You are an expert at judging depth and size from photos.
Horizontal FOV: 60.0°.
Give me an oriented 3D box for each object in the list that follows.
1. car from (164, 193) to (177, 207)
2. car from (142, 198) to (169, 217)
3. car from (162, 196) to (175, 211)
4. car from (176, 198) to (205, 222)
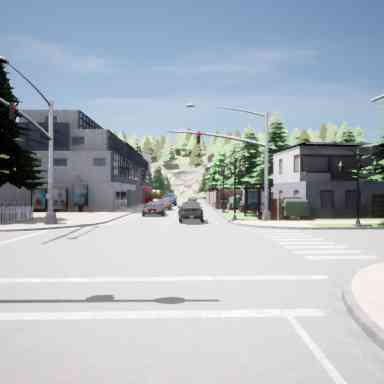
[{"bbox_3d":[-3.519,1.221,52.455,2.150,2.045,5.566,0,0,0],"label":"car"},{"bbox_3d":[-3.552,1.564,31.674,1.994,1.385,4.181,0,0,0],"label":"car"},{"bbox_3d":[-3.535,1.526,41.828,1.812,1.442,4.674,0,0,0],"label":"car"},{"bbox_3d":[-0.051,1.505,26.034,1.837,1.490,4.892,-1,0,-1],"label":"car"}]
